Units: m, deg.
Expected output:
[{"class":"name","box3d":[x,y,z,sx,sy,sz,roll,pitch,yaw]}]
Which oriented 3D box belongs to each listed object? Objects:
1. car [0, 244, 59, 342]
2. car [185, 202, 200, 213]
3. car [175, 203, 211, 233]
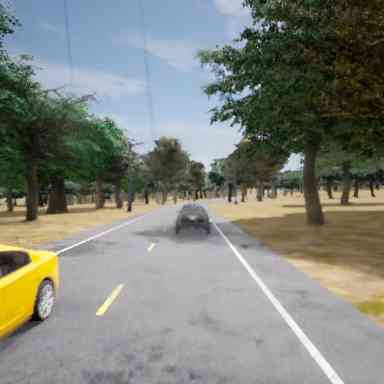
[{"class":"car","box3d":[-3.545,1.520,4.516,1.882,1.535,5.008,0,-1,0]},{"class":"car","box3d":[0.075,2.142,45.976,1.994,1.385,4.181,0,-1,0]},{"class":"car","box3d":[0.060,1.572,21.327,2.097,1.767,4.553,0,-1,0]}]
